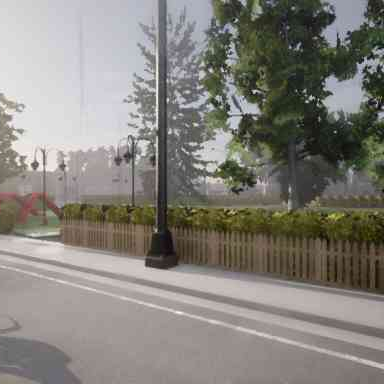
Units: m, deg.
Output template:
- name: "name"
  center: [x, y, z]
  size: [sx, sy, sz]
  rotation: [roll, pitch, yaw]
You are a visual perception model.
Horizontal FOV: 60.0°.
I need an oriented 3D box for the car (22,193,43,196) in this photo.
- name: "car"
  center: [-26.711, 1.217, 54.584]
  size: [2.150, 2.045, 5.566]
  rotation: [0, 0, 36]
